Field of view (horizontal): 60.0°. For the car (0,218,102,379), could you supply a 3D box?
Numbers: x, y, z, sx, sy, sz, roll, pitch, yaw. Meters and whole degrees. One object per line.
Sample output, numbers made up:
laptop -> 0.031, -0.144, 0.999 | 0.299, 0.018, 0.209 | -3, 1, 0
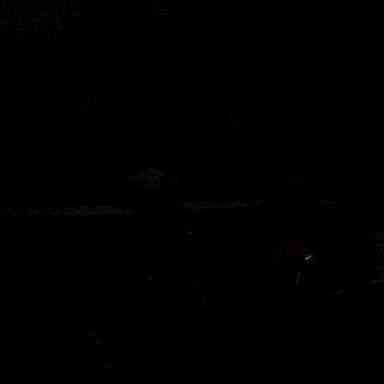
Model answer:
car -> -3.615, 1.315, 3.979 | 5.009, 1.841, 2.192 | 0, 0, -35

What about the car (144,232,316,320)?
car -> 1.015, 1.582, 7.273 | 4.206, 1.307, 1.802 | 0, 0, -35
